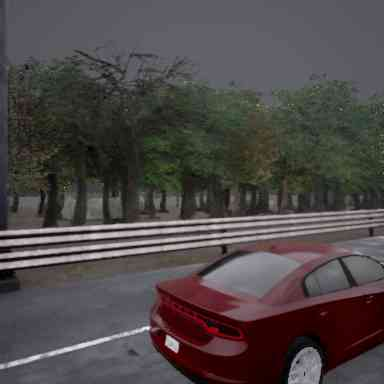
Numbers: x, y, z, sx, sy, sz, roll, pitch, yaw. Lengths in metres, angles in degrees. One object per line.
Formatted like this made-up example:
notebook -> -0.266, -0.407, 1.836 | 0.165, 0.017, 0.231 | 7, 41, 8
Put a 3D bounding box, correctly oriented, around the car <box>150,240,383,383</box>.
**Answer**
car -> 1.809, 1.488, 5.048 | 5.008, 1.535, 1.882 | 0, 0, -35
